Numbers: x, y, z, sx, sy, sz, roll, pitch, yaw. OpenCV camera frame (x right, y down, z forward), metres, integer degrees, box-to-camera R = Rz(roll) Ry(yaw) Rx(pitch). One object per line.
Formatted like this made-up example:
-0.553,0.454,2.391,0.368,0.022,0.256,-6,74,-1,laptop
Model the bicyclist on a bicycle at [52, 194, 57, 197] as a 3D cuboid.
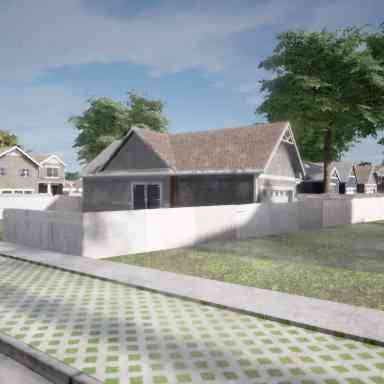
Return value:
-13.035,1.029,31.551,1.656,1.620,0.582,0,1,34,bicyclist on a bicycle
